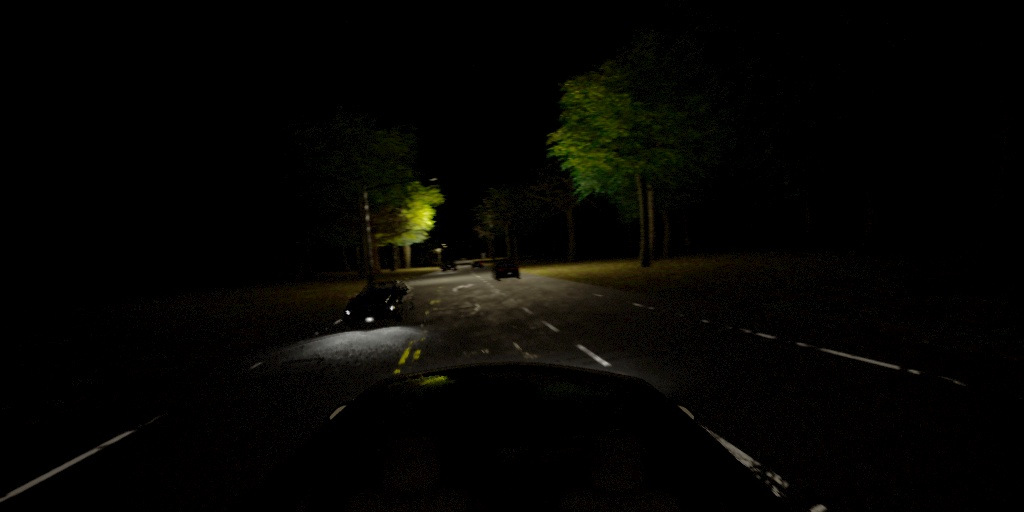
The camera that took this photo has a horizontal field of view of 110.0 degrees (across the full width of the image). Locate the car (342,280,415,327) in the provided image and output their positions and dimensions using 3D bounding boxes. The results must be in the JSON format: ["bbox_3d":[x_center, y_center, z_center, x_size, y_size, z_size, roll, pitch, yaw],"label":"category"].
[{"bbox_3d":[-4.995,1.694,14.173,2.033,1.411,5.357,-5,0,-9],"label":"car"}]

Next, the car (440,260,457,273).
[{"bbox_3d":[-10.957,1.728,62.116,2.150,2.045,5.566,-5,1,-2],"label":"car"}]

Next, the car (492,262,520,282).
[{"bbox_3d":[-0.594,1.243,30.521,1.882,1.535,5.008,-5,0,-9],"label":"car"}]
